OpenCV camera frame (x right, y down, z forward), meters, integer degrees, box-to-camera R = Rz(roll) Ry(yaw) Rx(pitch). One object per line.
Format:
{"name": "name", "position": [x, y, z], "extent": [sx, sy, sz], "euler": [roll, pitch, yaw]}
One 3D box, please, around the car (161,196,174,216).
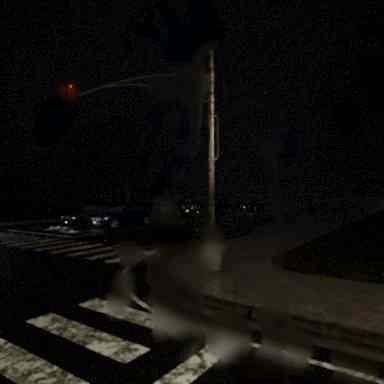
{"name": "car", "position": [-0.926, 1.252, 32.704], "extent": [2.150, 2.045, 5.566], "euler": [-1, 0, 35]}

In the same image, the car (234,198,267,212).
{"name": "car", "position": [7.136, 1.477, 38.539], "extent": [1.837, 1.490, 4.892], "euler": [-1, 0, 35]}

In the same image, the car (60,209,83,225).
{"name": "car", "position": [-6.766, 1.613, 24.285], "extent": [2.033, 1.411, 5.357], "euler": [-1, 0, 38]}

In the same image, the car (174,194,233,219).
{"name": "car", "position": [1.181, 1.225, 30.048], "extent": [2.150, 2.045, 5.566], "euler": [-1, 0, 35]}

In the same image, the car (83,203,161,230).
{"name": "car", "position": [-4.491, 1.564, 21.943], "extent": [1.812, 1.442, 4.674], "euler": [-1, 0, 36]}
